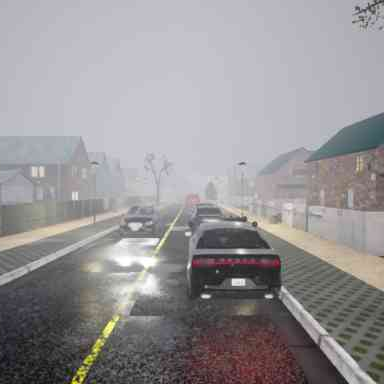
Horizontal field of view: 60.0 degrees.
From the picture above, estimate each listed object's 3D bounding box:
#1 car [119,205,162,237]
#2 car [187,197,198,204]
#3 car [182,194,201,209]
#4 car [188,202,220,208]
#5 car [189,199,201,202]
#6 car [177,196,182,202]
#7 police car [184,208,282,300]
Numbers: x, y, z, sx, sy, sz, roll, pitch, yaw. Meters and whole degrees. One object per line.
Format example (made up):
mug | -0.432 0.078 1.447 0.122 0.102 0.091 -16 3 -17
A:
car | -2.712 1.497 18.323 2.128 1.511 4.902 0 0 0
car | 0.137 1.677 66.015 2.033 1.411 5.357 0 0 0
car | 0.132 1.281 46.789 2.150 2.045 5.566 0 0 1
car | 0.863 1.512 18.475 1.837 1.490 4.892 0 0 0
car | 0.875 1.519 24.476 1.837 1.490 4.892 0 0 0
car | -2.581 1.767 80.988 1.994 1.385 4.181 0 0 0
police car | 0.842 1.424 8.584 1.930 1.638 5.238 0 0 0
